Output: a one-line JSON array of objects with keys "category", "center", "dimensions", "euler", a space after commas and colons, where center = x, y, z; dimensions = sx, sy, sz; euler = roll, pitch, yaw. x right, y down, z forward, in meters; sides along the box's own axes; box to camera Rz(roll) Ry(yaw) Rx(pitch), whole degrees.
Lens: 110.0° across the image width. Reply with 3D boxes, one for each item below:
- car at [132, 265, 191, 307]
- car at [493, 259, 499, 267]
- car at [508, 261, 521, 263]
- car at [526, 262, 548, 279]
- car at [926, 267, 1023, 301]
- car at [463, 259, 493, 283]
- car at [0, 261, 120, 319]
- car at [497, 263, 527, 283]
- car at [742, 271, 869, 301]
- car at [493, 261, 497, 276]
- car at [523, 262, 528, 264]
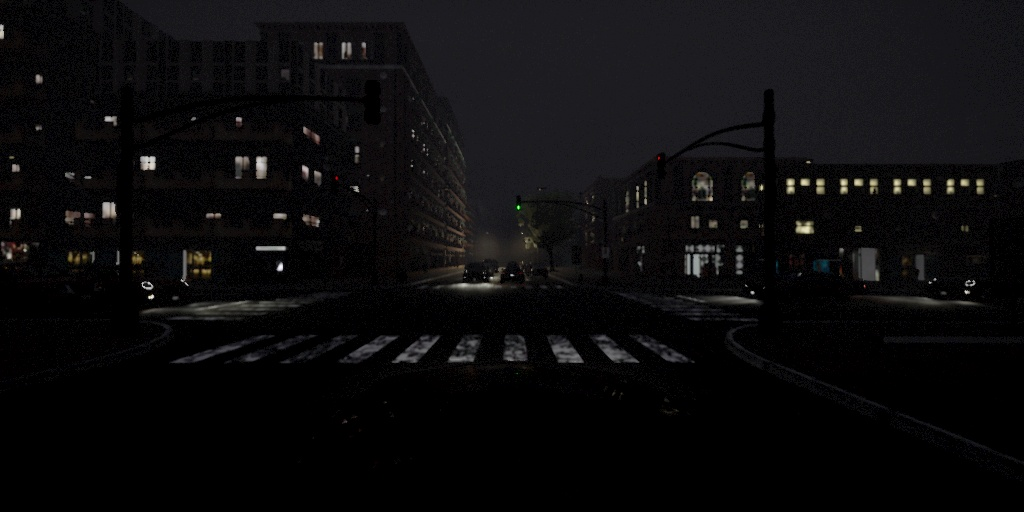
[{"category": "car", "center": [-16.244, 1.160, 14.964], "dimensions": [4.553, 1.767, 2.097], "euler": [0, 0, 1]}, {"category": "car", "center": [-3.126, 1.434, 52.527], "dimensions": [2.150, 2.045, 5.566], "euler": [0, -1, 1]}, {"category": "car", "center": [0.055, 1.675, 63.474], "dimensions": [2.097, 1.767, 4.553], "euler": [0, -1, 0]}, {"category": "car", "center": [2.666, 1.605, 36.135], "dimensions": [2.007, 1.370, 4.403], "euler": [0, 0, 0]}, {"category": "car", "center": [24.512, 1.353, 18.524], "dimensions": [4.553, 1.767, 2.097], "euler": [0, 0, 0]}, {"category": "car", "center": [-3.093, 1.363, 31.597], "dimensions": [2.097, 1.767, 4.553], "euler": [0, -1, -1]}, {"category": "car", "center": [-17.283, 1.099, 12.403], "dimensions": [5.009, 1.841, 2.192], "euler": [0, 0, 0]}, {"category": "car", "center": [0.029, 1.573, 31.381], "dimensions": [1.994, 1.385, 4.181], "euler": [0, 0, 1]}, {"category": "car", "center": [15.012, 1.505, 18.449], "dimensions": [5.357, 1.411, 2.033], "euler": [0, 0, 0]}, {"category": "car", "center": [-3.127, 1.636, 41.894], "dimensions": [1.812, 1.442, 4.674], "euler": [0, -1, 0]}, {"category": "car", "center": [2.662, 1.549, 41.832], "dimensions": [1.967, 1.591, 4.097], "euler": [0, 0, 0]}]
